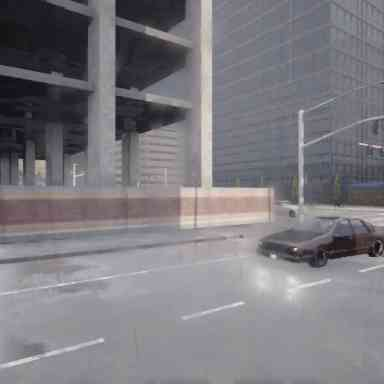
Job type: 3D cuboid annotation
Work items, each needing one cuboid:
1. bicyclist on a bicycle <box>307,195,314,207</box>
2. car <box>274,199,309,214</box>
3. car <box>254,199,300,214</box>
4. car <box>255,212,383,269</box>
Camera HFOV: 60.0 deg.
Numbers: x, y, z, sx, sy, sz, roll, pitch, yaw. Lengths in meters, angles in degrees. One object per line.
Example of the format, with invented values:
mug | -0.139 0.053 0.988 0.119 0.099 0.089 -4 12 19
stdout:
bicyclist on a bicycle | 16.506 1.301 46.158 1.656 1.620 0.582 0 0 -36
car | 8.517 1.526 30.801 1.812 1.442 4.674 0 0 -36
car | 9.096 1.526 35.970 1.812 1.442 4.674 0 0 -36
car | 4.710 1.547 11.350 5.357 1.411 2.033 0 0 -32
